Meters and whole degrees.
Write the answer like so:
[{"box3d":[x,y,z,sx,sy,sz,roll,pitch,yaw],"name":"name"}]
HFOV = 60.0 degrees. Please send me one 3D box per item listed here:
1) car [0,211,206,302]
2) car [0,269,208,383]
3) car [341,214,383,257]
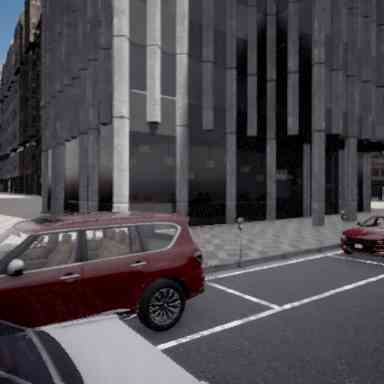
[{"box3d":[-2.072,1.305,5.275,5.009,1.841,2.192,-1,1,-35],"name":"car"},{"box3d":[-2.247,1.607,1.777,4.718,1.301,1.895,-1,0,-35],"name":"car"},{"box3d":[7.088,1.451,11.806,4.507,1.381,1.887,-1,1,-35],"name":"car"}]
